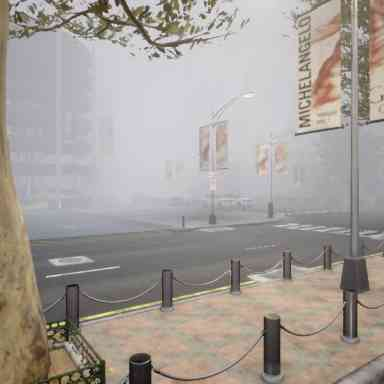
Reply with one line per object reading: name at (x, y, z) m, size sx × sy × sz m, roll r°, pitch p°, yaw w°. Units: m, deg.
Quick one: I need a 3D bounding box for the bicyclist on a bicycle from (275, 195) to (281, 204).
bicyclist on a bicycle at (15.726, 1.300, 60.483) m, size 1.656 × 1.620 × 0.582 m, roll 0°, pitch 0°, yaw -36°

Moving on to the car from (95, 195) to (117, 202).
car at (-20.492, 1.450, 76.302) m, size 4.892 × 1.490 × 1.837 m, roll 0°, pitch 0°, yaw 12°

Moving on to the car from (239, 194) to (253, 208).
car at (6.417, 1.221, 48.580) m, size 2.150 × 2.045 × 5.566 m, roll 0°, pitch 0°, yaw -35°

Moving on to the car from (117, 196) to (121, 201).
car at (-19.528, 1.418, 79.666) m, size 5.008 × 1.535 × 1.882 m, roll 0°, pitch 0°, yaw 12°

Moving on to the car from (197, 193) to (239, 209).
car at (3.562, 1.221, 46.556) m, size 2.150 × 2.045 × 5.566 m, roll 0°, pitch 0°, yaw -35°

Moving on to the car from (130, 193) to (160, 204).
car at (-9.099, 1.221, 62.284) m, size 5.566 × 2.045 × 2.150 m, roll 0°, pitch 0°, yaw 40°

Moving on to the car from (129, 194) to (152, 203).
car at (-11.251, 1.355, 72.586) m, size 4.553 × 1.767 × 2.097 m, roll 0°, pitch 0°, yaw 26°

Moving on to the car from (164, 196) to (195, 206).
car at (-2.156, 1.505, 54.465) m, size 1.837 × 1.490 × 4.892 m, roll 0°, pitch 0°, yaw -37°

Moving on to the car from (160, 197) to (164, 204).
car at (-5.776, 1.601, 63.976) m, size 4.718 × 1.301 × 1.895 m, roll 0°, pitch 0°, yaw 43°

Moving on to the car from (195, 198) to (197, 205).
car at (0.705, 1.601, 56.505) m, size 1.895 × 1.301 × 4.718 m, roll 0°, pitch 0°, yaw -37°
